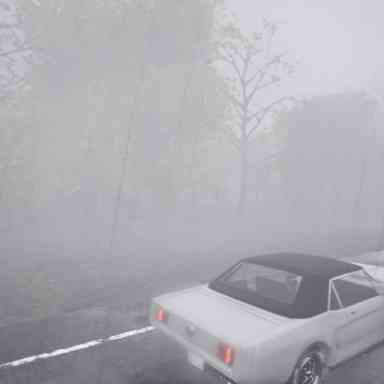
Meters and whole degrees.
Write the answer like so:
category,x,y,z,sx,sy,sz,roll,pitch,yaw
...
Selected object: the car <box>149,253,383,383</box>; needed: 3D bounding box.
category,x,y,z,sx,sy,sz,roll,pitch,yaw
car,1.847,1.630,5.060,4.718,1.301,1.895,0,0,-35
